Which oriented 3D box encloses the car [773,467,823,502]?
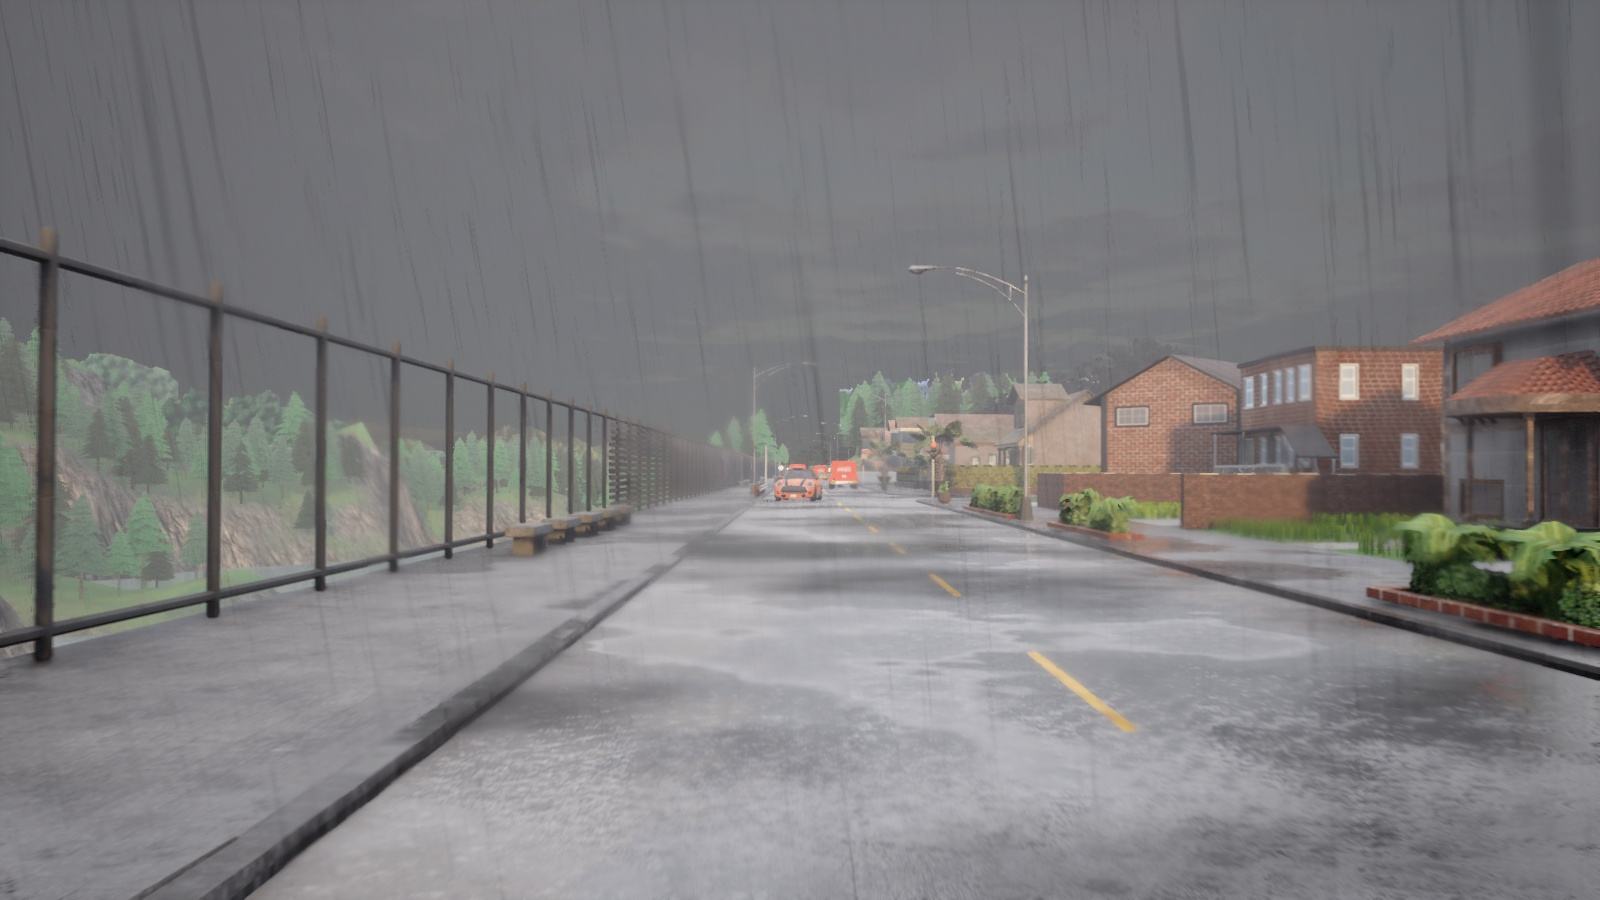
[{"bbox_3d":[-0.056,1.773,65.665,2.097,1.767,4.553,0,-1,6],"label":"car"}]
